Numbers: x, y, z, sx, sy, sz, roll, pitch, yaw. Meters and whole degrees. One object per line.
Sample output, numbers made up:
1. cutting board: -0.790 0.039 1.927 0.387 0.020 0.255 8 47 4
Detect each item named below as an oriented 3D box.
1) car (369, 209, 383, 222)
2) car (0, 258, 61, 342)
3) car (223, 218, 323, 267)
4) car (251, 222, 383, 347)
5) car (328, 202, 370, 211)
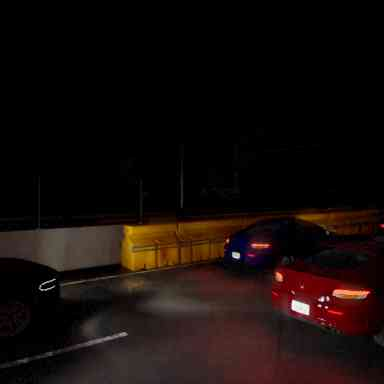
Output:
1. car: 10.853 1.547 15.784 5.357 1.411 2.033 0 0 -36
2. car: -4.560 1.478 4.792 5.008 1.535 1.882 0 0 -35
3. car: 3.052 1.526 10.226 4.674 1.442 1.812 0 0 -35
4. car: 3.451 1.526 6.217 4.674 1.442 1.812 0 0 -36
5. car: 15.063 1.600 31.950 4.718 1.301 1.895 0 0 -36
